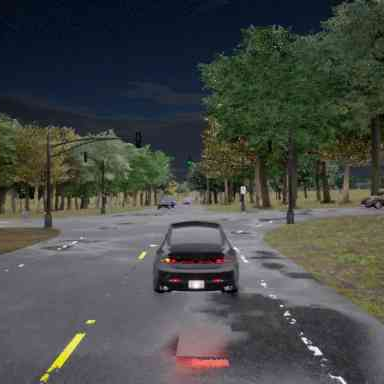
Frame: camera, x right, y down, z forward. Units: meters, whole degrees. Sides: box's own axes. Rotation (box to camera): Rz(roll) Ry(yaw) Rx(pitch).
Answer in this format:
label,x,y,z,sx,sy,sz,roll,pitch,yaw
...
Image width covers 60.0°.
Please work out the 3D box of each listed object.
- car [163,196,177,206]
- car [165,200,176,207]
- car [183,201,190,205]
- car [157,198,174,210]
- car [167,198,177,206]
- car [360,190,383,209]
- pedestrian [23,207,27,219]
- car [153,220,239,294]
label,x,y,z,sx,sy,sz,roll,pitch,yaw
car,-4.383,1.818,60.071,2.150,2.045,5.566,0,-1,-2
car,-4.544,2.336,70.337,2.033,1.411,5.357,0,-1,-1
car,-1.517,2.993,91.153,1.895,1.301,4.718,0,-2,-1
car,-4.181,2.021,50.204,1.895,1.301,4.718,0,-1,-1
car,-4.778,2.414,80.628,2.097,1.767,4.553,0,-2,-1
car,18.129,0.598,30.808,4.553,1.767,2.097,-2,-1,2
pedestrian,-18.098,2.213,36.056,0.375,1.300,0.375,0,1,2
car,0.087,1.512,8.797,1.837,1.490,4.892,0,0,0
